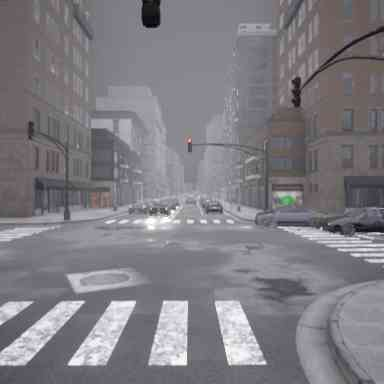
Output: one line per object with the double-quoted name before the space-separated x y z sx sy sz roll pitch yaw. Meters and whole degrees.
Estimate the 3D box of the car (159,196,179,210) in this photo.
"car" -3.110 1.646 43.493 1.994 1.385 4.181 0 0 1

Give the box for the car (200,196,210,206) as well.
"car" 2.380 1.673 47.159 1.802 1.307 4.206 0 0 0

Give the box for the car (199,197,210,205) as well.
"car" 2.410 1.690 63.691 2.008 1.369 4.403 0 0 0

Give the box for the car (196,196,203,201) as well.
"car" 2.050 1.759 90.106 1.812 1.442 4.674 0 0 0

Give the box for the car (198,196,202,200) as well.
"car" 2.390 1.672 52.670 1.947 1.339 4.313 0 0 0

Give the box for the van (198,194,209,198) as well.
"van" 2.400 1.463 58.181 1.690 1.788 3.998 0 0 0

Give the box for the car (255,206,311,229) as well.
"car" 6.144 1.565 21.177 4.181 1.385 1.994 0 0 10

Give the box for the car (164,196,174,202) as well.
"car" -5.584 1.748 80.238 2.008 1.369 4.403 0 0 0

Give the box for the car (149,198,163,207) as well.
"car" -5.635 1.688 52.684 1.802 1.307 4.206 0 0 0

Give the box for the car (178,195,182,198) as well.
"car" -3.090 1.675 54.391 1.994 1.385 4.181 0 0 0

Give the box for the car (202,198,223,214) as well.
"car" 2.359 1.630 36.137 1.947 1.339 4.313 0 0 0

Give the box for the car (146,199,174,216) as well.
"car" -3.133 1.659 33.515 1.895 1.301 4.718 0 0 0

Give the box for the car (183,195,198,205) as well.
"car" -0.226 1.704 63.704 1.994 1.385 4.181 0 0 0

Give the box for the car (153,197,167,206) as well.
"car" -5.625 1.673 58.195 2.008 1.369 4.403 0 0 0

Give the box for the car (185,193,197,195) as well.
"car" -0.208 1.531 73.707 1.812 1.442 4.674 0 0 0

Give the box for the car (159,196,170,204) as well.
"car" -5.604 1.599 69.217 1.967 1.590 4.097 0 0 0

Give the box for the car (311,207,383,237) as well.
"car" 9.430 1.520 17.388 5.357 1.411 2.033 0 0 0

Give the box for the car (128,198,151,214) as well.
"car" -5.665 1.505 36.152 1.967 1.590 4.097 0 0 0
